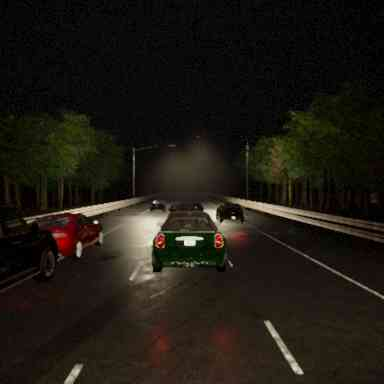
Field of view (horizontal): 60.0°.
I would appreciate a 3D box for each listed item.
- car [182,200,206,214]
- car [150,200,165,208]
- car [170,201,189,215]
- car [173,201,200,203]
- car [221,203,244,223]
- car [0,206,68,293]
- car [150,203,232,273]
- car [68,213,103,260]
[{"bbox_3d":[0.175,1.765,39.917,1.994,1.385,4.181,1,0,-10],"label":"car"},{"bbox_3d":[-4.345,1.760,43.069,2.033,1.411,5.357,0,0,-1],"label":"car"},{"bbox_3d":[-1.550,1.785,38.204,1.895,1.301,4.718,-2,0,-5],"label":"car"},{"bbox_3d":[-0.468,1.656,26.641,1.812,1.442,4.674,0,0,-1],"label":"car"},{"bbox_3d":[3.026,1.636,27.059,1.837,1.490,4.892,0,0,-1],"label":"car"},{"bbox_3d":[-4.669,1.260,6.778,2.150,2.045,5.566,0,0,-1],"label":"car"},{"bbox_3d":[-0.114,1.406,11.045,2.097,1.767,4.553,0,0,-1],"label":"car"},{"bbox_3d":[-4.804,1.544,12.746,1.882,1.535,5.008,0,0,-1],"label":"car"}]
